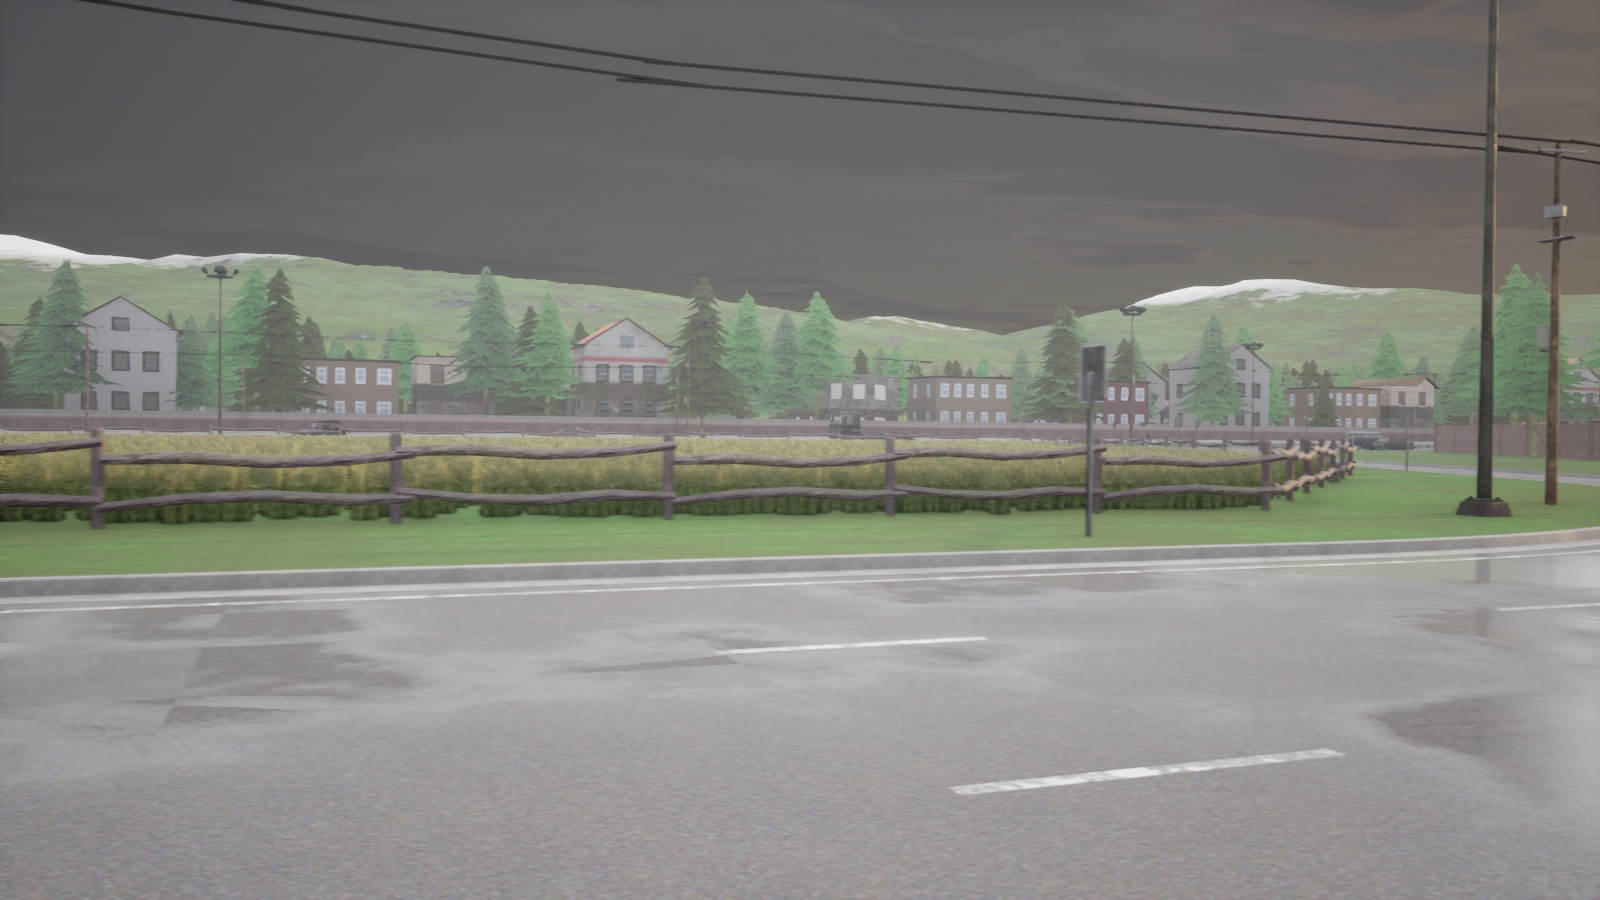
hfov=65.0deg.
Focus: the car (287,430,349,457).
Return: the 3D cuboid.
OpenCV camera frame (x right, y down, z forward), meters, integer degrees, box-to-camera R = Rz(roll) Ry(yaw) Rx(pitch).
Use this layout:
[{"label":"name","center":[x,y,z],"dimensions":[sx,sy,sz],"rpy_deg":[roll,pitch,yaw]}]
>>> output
[{"label":"car","center":[-35.117,-0.514,91.453],"dimensions":[3.866,1.878,1.905],"rpy_deg":[-1,1,-35]}]
